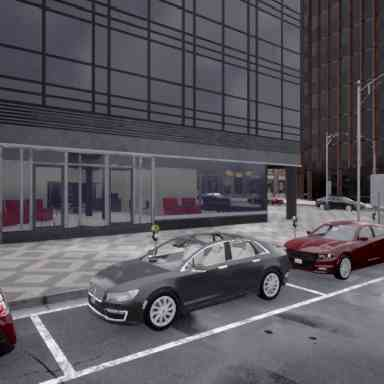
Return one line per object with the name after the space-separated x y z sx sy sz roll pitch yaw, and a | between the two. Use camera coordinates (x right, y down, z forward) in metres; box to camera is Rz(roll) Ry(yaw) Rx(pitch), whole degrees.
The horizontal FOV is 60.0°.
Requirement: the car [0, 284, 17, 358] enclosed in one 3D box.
-4.293 1.440 3.587 4.097 1.590 1.967 0 0 -36 | car

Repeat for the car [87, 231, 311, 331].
0.147 1.551 6.760 4.403 1.369 2.008 0 0 -36 | car

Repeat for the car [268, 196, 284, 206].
9.243 1.064 41.862 1.895 1.301 4.718 0 1 -36 | car

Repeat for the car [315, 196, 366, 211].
15.008 1.160 33.823 1.837 1.490 4.892 0 1 -36 | car

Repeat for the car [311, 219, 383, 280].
4.586 1.545 9.933 4.507 1.381 1.887 0 0 -36 | car
